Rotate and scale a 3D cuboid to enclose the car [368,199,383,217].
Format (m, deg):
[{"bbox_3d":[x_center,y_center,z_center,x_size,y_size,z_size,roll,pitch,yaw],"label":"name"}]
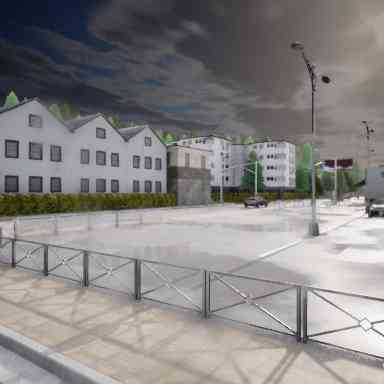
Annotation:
[{"bbox_3d":[15.469,1.298,26.777,2.007,1.523,4.514,0,0,35],"label":"car"}]

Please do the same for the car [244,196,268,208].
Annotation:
[{"bbox_3d":[8.433,1.300,43.407,2.128,1.511,4.902,0,0,33],"label":"car"}]
